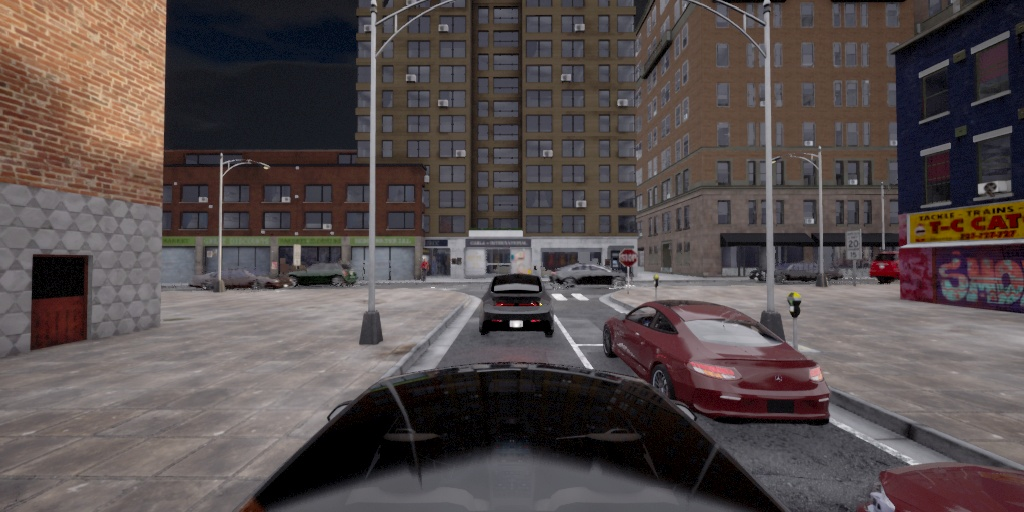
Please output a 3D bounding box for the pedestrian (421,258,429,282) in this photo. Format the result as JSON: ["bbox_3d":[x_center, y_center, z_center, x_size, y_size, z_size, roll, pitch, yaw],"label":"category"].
[{"bbox_3d":[-6.780,1.042,27.706,0.375,1.860,0.375,0,-1,0],"label":"pedestrian"}]

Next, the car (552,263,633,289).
[{"bbox_3d":[4.752,1.193,21.754,4.902,1.511,2.128,-1,0,0],"label":"car"}]

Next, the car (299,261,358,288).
[{"bbox_3d":[-13.227,1.270,24.828,4.553,1.767,2.097,-1,-1,0],"label":"car"}]

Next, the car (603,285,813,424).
[{"bbox_3d":[2.645,1.333,5.608,1.802,1.307,4.207,0,0,0],"label":"car"}]

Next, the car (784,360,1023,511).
[{"bbox_3d":[2.636,1.331,0.169,1.802,1.307,4.207,0,0,0],"label":"car"}]

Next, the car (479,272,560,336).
[{"bbox_3d":[0.142,1.258,10.399,1.837,1.490,4.892,0,0,1],"label":"car"}]

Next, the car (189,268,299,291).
[{"bbox_3d":[-16.452,1.449,21.895,5.357,1.411,2.033,-1,-1,0],"label":"car"}]

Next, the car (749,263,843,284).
[{"bbox_3d":[19.439,1.150,24.642,5.357,1.411,2.033,0,-1,0],"label":"car"}]

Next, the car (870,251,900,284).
[{"bbox_3d":[25.063,0.724,21.666,5.566,2.045,2.150,0,-1,0],"label":"car"}]
